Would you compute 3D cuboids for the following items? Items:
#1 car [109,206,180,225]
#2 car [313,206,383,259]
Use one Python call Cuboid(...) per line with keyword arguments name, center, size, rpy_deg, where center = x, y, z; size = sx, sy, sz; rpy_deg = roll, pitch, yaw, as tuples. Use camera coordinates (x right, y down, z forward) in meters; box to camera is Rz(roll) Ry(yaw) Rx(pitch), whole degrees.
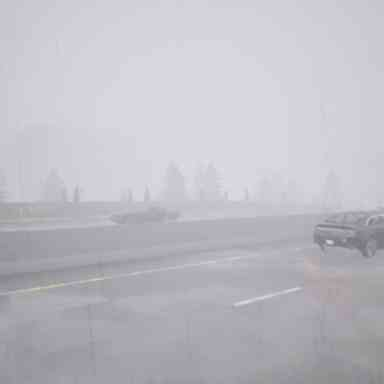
Cuboid(name="car", center=(-3.272, 1.622, 23.154), size=(4.718, 1.301, 1.895), rpy_deg=(0, 0, -35))
Cuboid(name="car", center=(6.702, 1.515, 12.825), size=(4.902, 1.511, 2.128), rpy_deg=(0, 0, -35))
